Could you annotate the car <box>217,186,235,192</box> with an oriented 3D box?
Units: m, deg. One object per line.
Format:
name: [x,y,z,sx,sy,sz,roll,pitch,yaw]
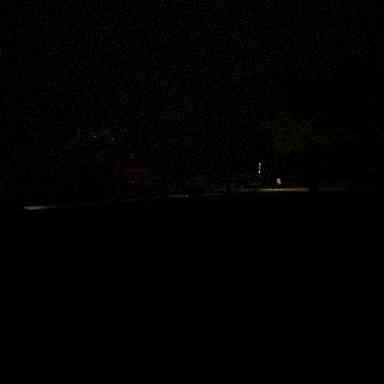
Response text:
car: [6.369,-0.466,62.472,1.994,1.385,4.181,0,2,35]

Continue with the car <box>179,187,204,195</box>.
car: [-0.084,-0.184,58.170,1.895,1.301,4.718,0,2,36]

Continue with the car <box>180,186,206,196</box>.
car: [0.433,-0.190,54.041,2.128,1.511,4.902,0,2,36]

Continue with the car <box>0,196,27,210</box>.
car: [-17.424,0.979,29.034,2.033,1.411,5.357,0,2,35]
